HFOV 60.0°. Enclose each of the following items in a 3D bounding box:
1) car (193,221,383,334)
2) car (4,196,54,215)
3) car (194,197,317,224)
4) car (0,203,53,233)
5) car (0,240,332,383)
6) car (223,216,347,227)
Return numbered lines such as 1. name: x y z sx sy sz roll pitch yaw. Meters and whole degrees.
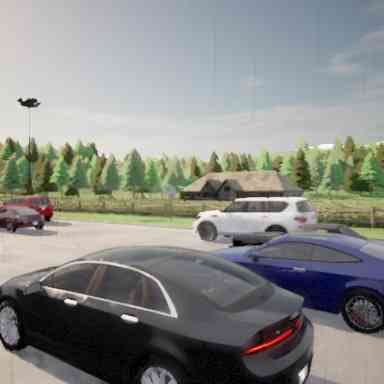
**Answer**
1. car: 2.185 1.536 6.732 4.674 1.442 1.812 0 0 36
2. car: -13.291 1.346 26.386 5.566 2.045 2.150 0 0 36
3. car: 2.724 1.253 14.951 5.566 2.045 2.150 0 0 36
4. car: -10.811 1.624 20.297 4.674 1.442 1.812 0 0 35
5. car: -0.895 1.521 4.632 4.892 1.490 1.837 0 0 36
6. car: 3.528 1.616 10.075 4.718 1.301 1.895 0 0 36
